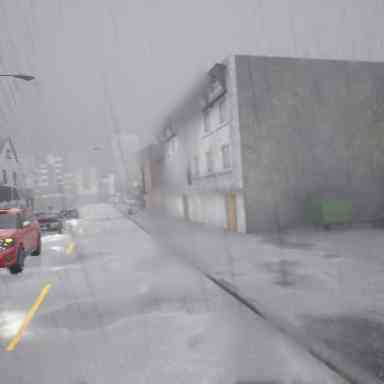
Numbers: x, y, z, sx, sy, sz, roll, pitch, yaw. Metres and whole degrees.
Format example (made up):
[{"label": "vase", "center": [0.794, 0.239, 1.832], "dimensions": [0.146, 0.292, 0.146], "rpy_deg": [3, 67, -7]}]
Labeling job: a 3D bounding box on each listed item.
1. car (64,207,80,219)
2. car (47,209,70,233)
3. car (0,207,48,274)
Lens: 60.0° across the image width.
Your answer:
[{"label": "car", "center": [-14.054, 2.443, 38.218], "dimensions": [1.994, 1.385, 4.181], "rpy_deg": [-4, 0, -15]}, {"label": "car", "center": [-10.099, 2.198, 23.528], "dimensions": [1.994, 1.385, 4.181], "rpy_deg": [-4, 0, -15]}, {"label": "car", "center": [-6.994, 1.663, 12.110], "dimensions": [2.150, 2.045, 5.566], "rpy_deg": [-4, 0, -15]}]
